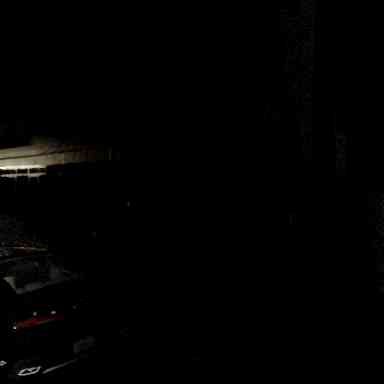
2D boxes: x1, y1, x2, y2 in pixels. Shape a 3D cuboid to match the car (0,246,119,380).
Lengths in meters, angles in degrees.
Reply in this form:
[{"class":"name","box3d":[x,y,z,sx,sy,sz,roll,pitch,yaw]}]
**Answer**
[{"class":"car","box3d":[-3.030,1.513,5.117,4.403,1.369,2.008,0,0,35]}]
